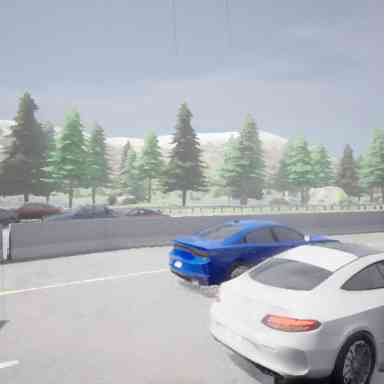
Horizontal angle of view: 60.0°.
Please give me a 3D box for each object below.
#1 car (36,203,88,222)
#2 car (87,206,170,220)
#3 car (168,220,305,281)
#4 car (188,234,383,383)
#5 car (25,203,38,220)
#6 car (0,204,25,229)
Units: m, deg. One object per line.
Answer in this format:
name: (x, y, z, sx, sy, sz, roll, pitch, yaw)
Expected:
car: (-6.379, 1.547, 20.407, 5.357, 1.411, 2.033, 0, 0, -31)
car: (-3.212, 1.564, 18.112, 4.181, 1.385, 1.994, 0, 0, -29)
car: (1.821, 1.478, 8.731, 5.008, 1.535, 1.882, 0, 0, -30)
car: (2.445, 1.526, 5.072, 4.674, 1.442, 1.812, 0, 0, -31)
car: (-12.203, 1.526, 24.922, 4.674, 1.442, 1.812, 0, 0, -32)
car: (-12.824, 1.564, 20.290, 4.181, 1.385, 1.994, 0, 0, -35)
